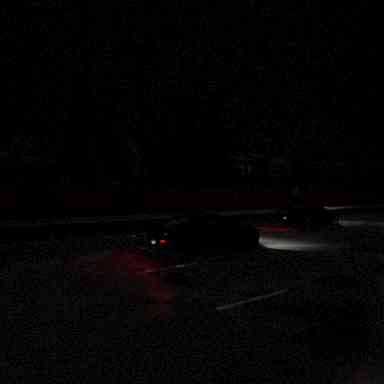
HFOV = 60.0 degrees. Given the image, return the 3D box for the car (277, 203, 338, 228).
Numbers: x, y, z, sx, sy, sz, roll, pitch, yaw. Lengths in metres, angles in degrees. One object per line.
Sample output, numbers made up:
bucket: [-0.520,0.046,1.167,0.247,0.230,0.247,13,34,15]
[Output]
car: [7.862,1.477,22.406,5.008,1.535,1.882,0,0,-36]

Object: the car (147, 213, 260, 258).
car: [0.531,1.525,12.772,4.674,1.442,1.812,0,0,-36]
